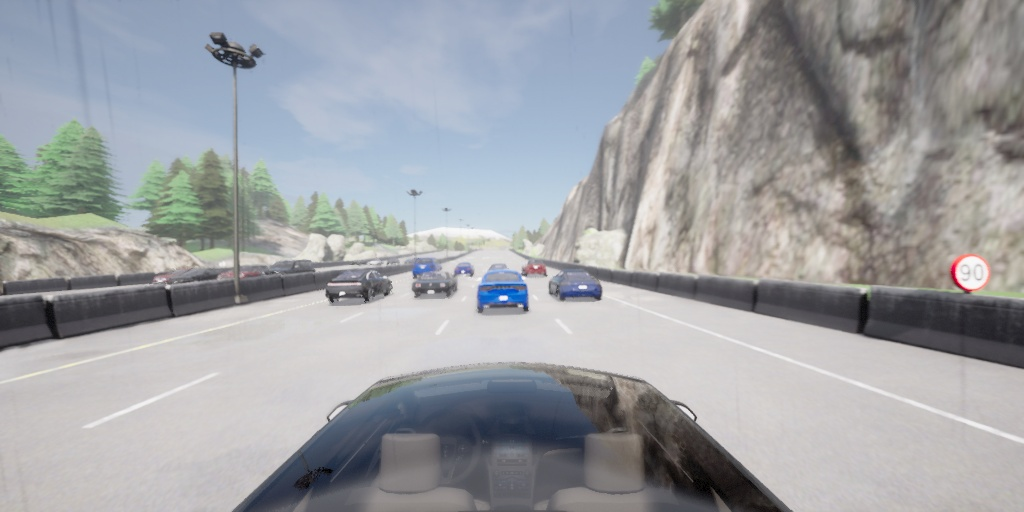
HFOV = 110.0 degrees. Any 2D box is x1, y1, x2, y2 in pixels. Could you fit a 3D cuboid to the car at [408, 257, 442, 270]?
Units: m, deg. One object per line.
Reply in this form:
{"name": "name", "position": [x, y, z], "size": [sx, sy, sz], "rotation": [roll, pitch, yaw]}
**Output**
{"name": "car", "position": [-8.346, 1.153, 35.720], "size": [2.150, 2.045, 5.566], "rotation": [-1, 0, -3]}

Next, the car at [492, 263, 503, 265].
{"name": "car", "position": [-1.159, 1.365, 31.793], "size": [2.033, 1.411, 5.357], "rotation": [-1, 0, -3]}

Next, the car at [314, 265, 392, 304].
{"name": "car", "position": [-7.546, 1.451, 18.096], "size": [2.128, 1.511, 4.902], "rotation": [-1, 0, -3]}

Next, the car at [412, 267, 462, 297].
{"name": "car", "position": [-4.122, 1.497, 19.978], "size": [1.895, 1.301, 4.718], "rotation": [-1, 0, -3]}

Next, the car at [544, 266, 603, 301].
{"name": "car", "position": [2.988, 1.326, 17.570], "size": [1.994, 1.385, 4.181], "rotation": [-1, 0, -3]}

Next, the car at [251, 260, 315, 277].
{"name": "car", "position": [-18.802, 1.369, 30.211], "size": [2.150, 2.045, 5.566], "rotation": [-1, 0, -3]}

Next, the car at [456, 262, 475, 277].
{"name": "car", "position": [-4.916, 1.385, 37.436], "size": [1.812, 1.442, 4.674], "rotation": [-1, 0, -3]}

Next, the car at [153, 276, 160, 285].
{"name": "car", "position": [-29.401, 1.861, 32.173], "size": [1.812, 1.442, 4.674], "rotation": [-1, 0, -2]}

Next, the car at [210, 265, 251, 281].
{"name": "car", "position": [-22.299, 1.564, 30.161], "size": [2.097, 1.767, 4.553], "rotation": [-1, 0, -3]}

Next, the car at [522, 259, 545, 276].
{"name": "car", "position": [2.156, 1.089, 35.838], "size": [2.097, 1.767, 4.553], "rotation": [-1, 0, -3]}

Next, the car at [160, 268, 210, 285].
{"name": "car", "position": [-25.788, 1.755, 29.893], "size": [1.882, 1.535, 5.008], "rotation": [-1, 0, -3]}

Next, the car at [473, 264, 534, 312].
{"name": "car", "position": [-0.394, 1.298, 14.718], "size": [1.882, 1.535, 5.008], "rotation": [-1, 0, -2]}
